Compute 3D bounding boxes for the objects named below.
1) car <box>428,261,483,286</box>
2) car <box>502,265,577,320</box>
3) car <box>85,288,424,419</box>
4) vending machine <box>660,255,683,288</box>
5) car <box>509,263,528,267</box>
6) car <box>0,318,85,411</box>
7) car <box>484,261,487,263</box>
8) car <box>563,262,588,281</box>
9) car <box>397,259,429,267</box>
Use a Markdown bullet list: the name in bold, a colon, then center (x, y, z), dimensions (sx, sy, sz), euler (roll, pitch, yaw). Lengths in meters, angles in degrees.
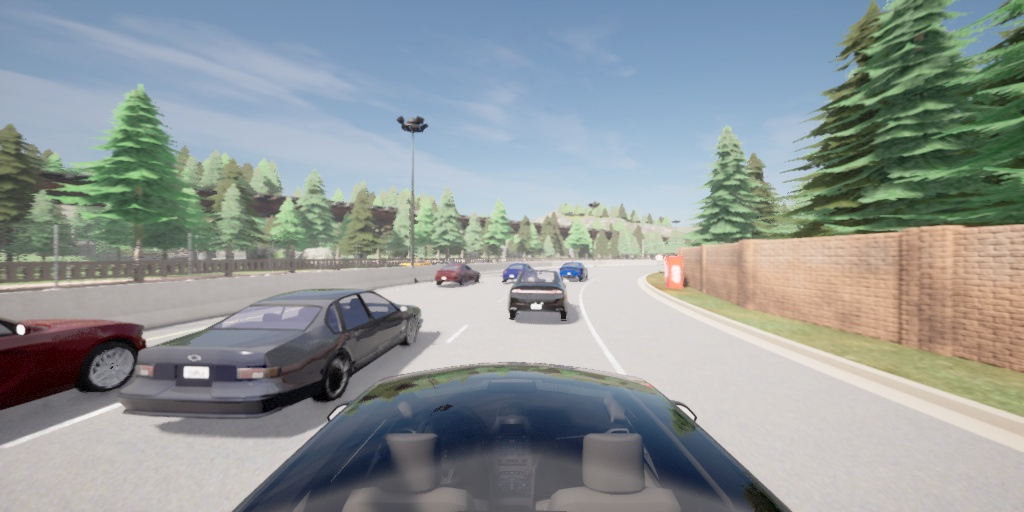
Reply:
- **car**: center (-3.715, 1.244, 24.862), dimensions (1.812, 1.442, 4.674), euler (0, 0, 14)
- **car**: center (0.994, 1.240, 12.670), dimensions (2.128, 1.511, 4.902), euler (0, 0, 7)
- **car**: center (-3.196, 1.280, 6.310), dimensions (2.033, 1.411, 5.357), euler (0, 0, 4)
- **vending machine**: center (9.680, 0.979, 21.455), dimensions (1.100, 2.100, 0.880), euler (0, 0, 15)
- **car**: center (0.621, 1.263, 27.418), dimensions (1.812, 1.442, 4.674), euler (0, 0, 16)
- **car**: center (-6.749, 1.195, 3.613), dimensions (1.882, 1.535, 5.008), euler (0, 0, 1)
- **car**: center (-4.031, 1.269, 44.842), dimensions (1.994, 1.385, 4.181), euler (0, 0, 26)
- **car**: center (5.253, 1.235, 30.359), dimensions (1.882, 1.535, 5.008), euler (0, 0, 19)
- **car**: center (-12.007, 1.146, 44.201), dimensions (1.882, 1.535, 5.008), euler (0, 0, 24)
